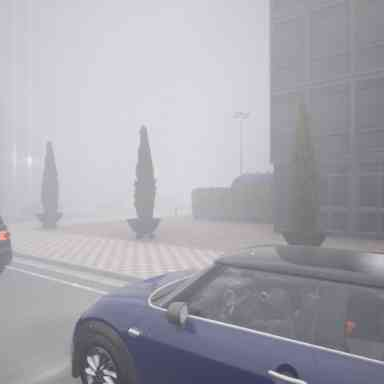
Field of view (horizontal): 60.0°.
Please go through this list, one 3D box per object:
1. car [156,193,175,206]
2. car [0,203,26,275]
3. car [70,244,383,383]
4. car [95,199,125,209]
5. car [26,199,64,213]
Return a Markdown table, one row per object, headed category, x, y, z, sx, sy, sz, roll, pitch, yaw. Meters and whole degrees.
| category | x | y | z | sx | sy | sz | roll | pitch | yaw |
| --- | --- | --- | --- | --- | --- | --- | --- | --- | --- |
| car | -5.043 | 1.237 | 54.032 | 2.150 | 2.045 | 5.566 | 0 | 0 | 35 |
| car | -7.067 | 1.227 | 9.012 | 5.566 | 2.045 | 2.150 | 0 | 0 | 36 |
| car | 0.795 | 1.353 | 3.426 | 4.553 | 1.767 | 2.097 | 0 | 0 | 36 |
| car | -11.129 | 1.579 | 45.351 | 1.994 | 1.385 | 4.181 | 0 | 0 | 35 |
| car | -16.827 | 1.506 | 37.214 | 2.128 | 1.511 | 4.902 | 0 | 0 | 35 |
